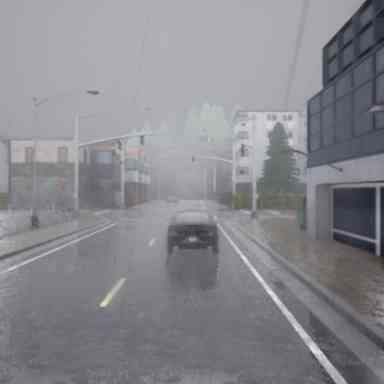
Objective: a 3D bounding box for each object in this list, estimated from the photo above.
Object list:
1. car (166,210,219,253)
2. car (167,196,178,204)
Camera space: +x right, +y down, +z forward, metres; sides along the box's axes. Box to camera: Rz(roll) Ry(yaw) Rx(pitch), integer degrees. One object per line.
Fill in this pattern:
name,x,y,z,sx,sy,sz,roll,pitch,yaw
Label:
car,0.049,1.450,13.571,1.882,1.535,5.008,0,0,1
car,-3.526,1.424,60.002,2.033,1.411,5.357,0,0,1
